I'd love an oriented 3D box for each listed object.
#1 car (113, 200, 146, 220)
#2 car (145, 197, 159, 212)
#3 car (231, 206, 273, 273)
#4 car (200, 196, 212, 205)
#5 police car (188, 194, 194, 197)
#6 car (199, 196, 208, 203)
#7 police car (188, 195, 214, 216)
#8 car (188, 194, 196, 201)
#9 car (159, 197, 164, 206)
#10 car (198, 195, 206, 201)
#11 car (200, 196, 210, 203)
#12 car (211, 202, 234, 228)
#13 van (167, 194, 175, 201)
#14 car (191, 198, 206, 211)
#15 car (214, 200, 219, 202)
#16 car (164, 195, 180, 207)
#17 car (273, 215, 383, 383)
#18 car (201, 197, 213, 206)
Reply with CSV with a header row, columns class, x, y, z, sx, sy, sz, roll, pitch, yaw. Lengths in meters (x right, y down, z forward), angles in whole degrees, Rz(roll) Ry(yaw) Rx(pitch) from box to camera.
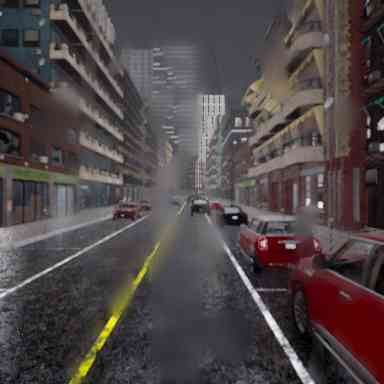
class,x,y,z,sx,sy,sz,roll,pitch,yaw
car,-5.312,1.538,27.682,1.887,1.381,4.507,1,0,0
car,-5.313,1.540,39.061,1.887,1.381,4.507,1,0,0
car,2.572,1.436,10.625,1.967,1.590,4.097,1,0,0
car,2.564,1.554,61.833,1.887,1.381,4.507,1,0,0
police car,0.818,1.426,48.795,1.930,1.638,5.238,0,0,0
car,2.563,1.544,73.382,1.752,1.417,4.829,0,0,0
police car,0.820,1.419,32.795,1.930,1.638,5.238,0,0,0
car,-0.011,1.292,83.711,2.097,1.767,4.553,0,0,0
car,-5.316,1.556,56.131,2.008,1.369,4.403,1,0,0
car,2.561,1.558,84.760,1.752,1.417,4.829,0,0,0
car,2.563,1.558,67.522,1.887,1.381,4.507,1,0,0
car,2.569,1.559,22.005,1.947,1.339,4.313,1,0,0
van,-5.317,1.374,84.579,1.690,1.788,3.998,1,0,0
car,0.819,1.503,42.686,1.837,1.490,4.892,0,0,0
car,2.567,1.578,39.073,1.802,1.307,4.206,1,0,0
car,-2.833,1.566,51.331,1.994,1.385,4.181,0,0,0
car,2.606,1.314,3.502,2.192,1.841,5.009,1,0,0
car,2.564,1.587,56.143,1.802,1.307,4.206,1,0,0
